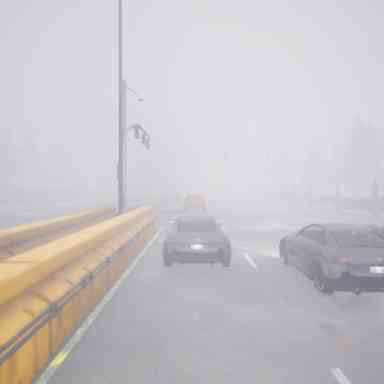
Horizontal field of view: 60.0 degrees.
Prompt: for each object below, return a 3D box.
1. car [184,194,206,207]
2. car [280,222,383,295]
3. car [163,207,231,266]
[{"bbox_3d":[0.253,0.929,33.182,2.097,1.767,4.553,0,1,0],"label":"car"},{"bbox_3d":[3.637,1.454,8.467,1.994,1.385,4.181,0,1,0],"label":"car"},{"bbox_3d":[0.147,1.423,10.954,1.994,1.385,4.181,0,1,0],"label":"car"}]
